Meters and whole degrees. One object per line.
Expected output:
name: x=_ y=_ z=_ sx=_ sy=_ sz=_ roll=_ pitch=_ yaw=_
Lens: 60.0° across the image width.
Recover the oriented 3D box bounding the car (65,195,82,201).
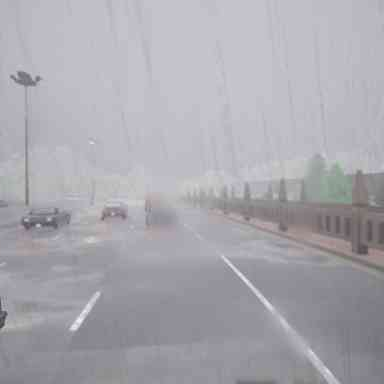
car: x=-21.677 y=1.466 z=61.146 sx=2.150 sy=2.045 sz=5.566 roll=0 pitch=-2 yaw=-7

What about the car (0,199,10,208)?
car: x=-21.965 y=1.550 z=36.940 sx=1.837 sy=1.490 sz=4.892 roll=0 pitch=0 yaw=-8

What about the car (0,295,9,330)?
car: x=-3.554 y=1.555 z=2.417 sx=2.033 sy=1.411 sz=5.357 roll=0 pitch=0 yaw=-2

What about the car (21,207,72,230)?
car: x=-9.015 y=1.604 z=21.085 sx=1.895 sy=1.301 sz=4.718 roll=0 pitch=0 yaw=-8

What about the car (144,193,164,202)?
car: x=-4.690 y=1.175 z=41.141 sx=2.150 sy=2.045 sz=5.566 roll=0 pitch=0 yaw=-8

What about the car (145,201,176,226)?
car: x=-2.199 y=1.568 z=22.906 sx=1.895 sy=1.301 sz=4.718 roll=0 pitch=0 yaw=-8

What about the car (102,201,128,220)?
car: x=-6.405 y=1.506 z=27.854 sx=1.812 sy=1.442 sz=4.674 roll=0 pitch=0 yaw=-8
